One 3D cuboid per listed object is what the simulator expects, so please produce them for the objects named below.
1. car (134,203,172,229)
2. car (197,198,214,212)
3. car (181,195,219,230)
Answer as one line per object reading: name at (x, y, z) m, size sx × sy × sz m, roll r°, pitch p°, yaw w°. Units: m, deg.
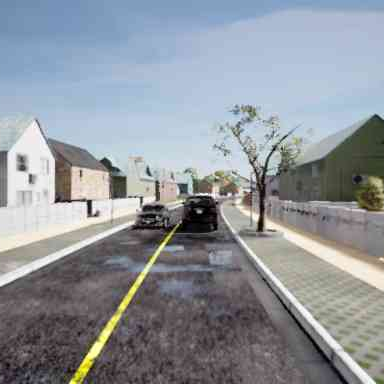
car at (-2.406, 1.479, 21.401) m, size 1.837 × 1.490 × 4.892 m, roll 0°, pitch 0°, yaw 2°
car at (1.700, 1.479, 39.869) m, size 1.812 × 1.442 × 4.674 m, roll 0°, pitch 0°, yaw 5°
car at (0.532, 1.197, 21.273) m, size 2.150 × 2.045 × 5.566 m, roll 0°, pitch 0°, yaw 2°
